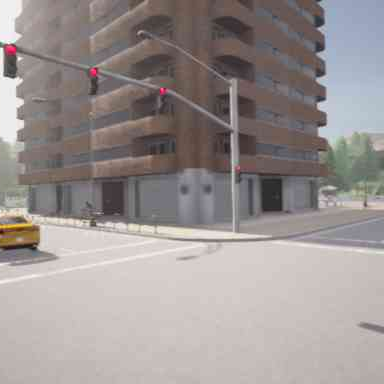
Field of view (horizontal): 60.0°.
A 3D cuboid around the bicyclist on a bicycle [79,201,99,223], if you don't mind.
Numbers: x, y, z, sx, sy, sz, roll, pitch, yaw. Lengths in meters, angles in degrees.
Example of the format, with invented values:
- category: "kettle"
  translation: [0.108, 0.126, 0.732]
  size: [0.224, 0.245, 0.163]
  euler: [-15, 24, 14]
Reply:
- category: "bicyclist on a bicycle"
  translation: [-7.847, 1.498, 25.351]
  size: [0.582, 1.620, 1.656]
  euler: [-1, 0, 44]

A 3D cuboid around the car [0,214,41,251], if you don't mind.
- category: "car"
  translation: [-8.140, 1.668, 14.096]
  size: [5.008, 1.535, 1.882]
  euler: [-1, 0, 45]
